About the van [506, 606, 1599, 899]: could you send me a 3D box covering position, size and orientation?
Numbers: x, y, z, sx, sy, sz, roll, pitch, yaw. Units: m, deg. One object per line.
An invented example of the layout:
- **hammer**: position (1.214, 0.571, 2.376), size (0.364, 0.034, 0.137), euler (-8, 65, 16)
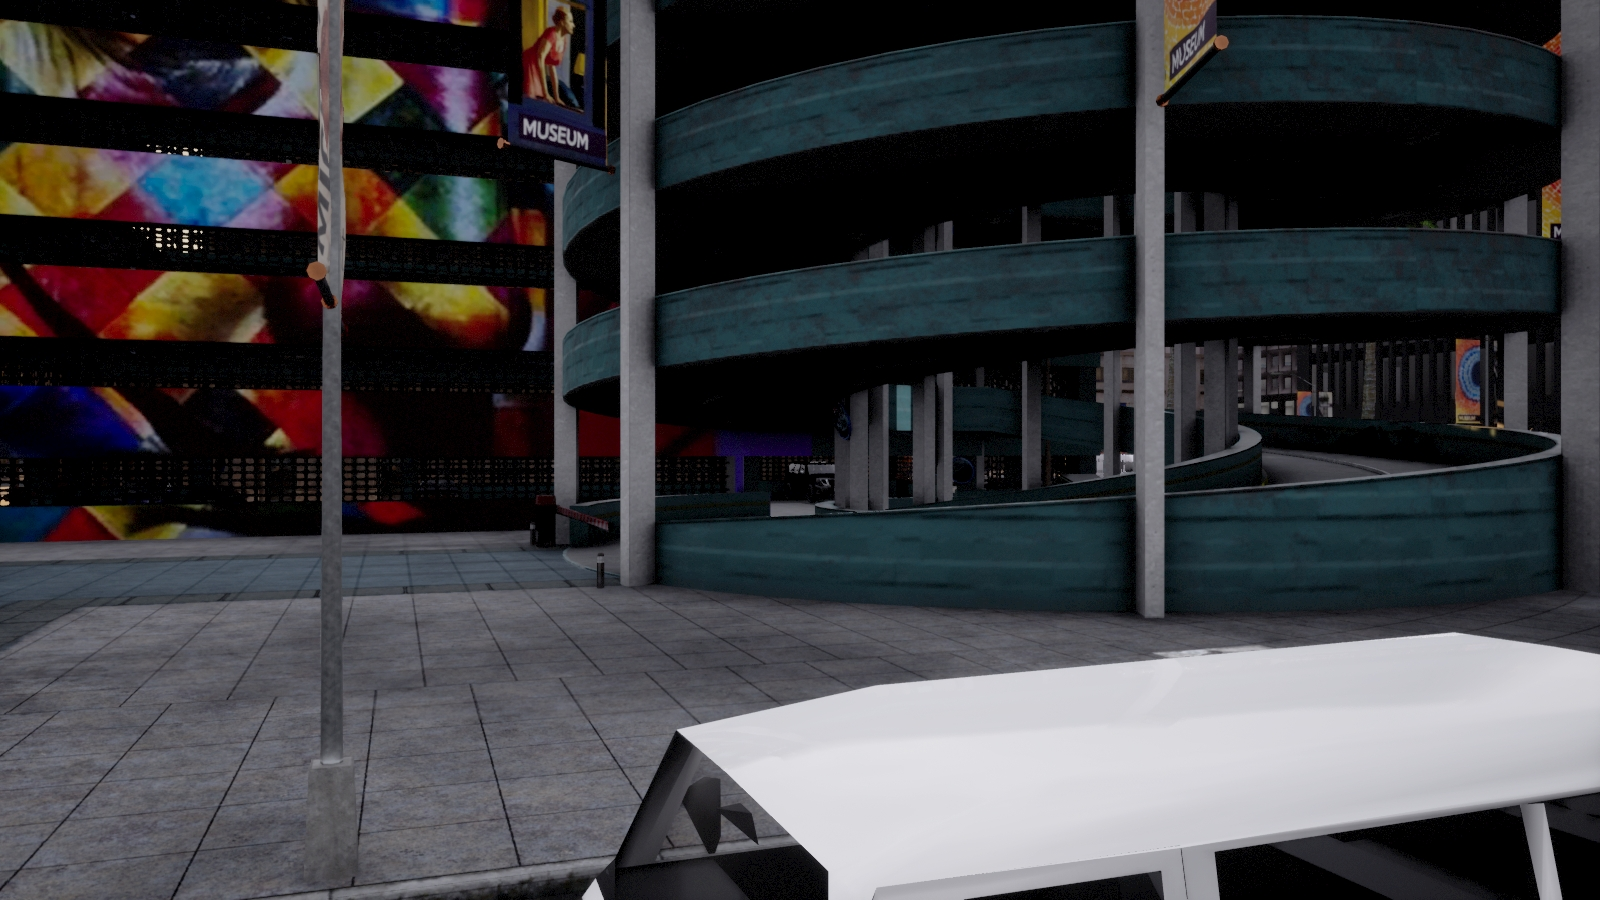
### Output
- **van**: position (1.425, 1.783, 3.850), size (4.480, 2.038, 2.069), euler (0, 0, -21)
